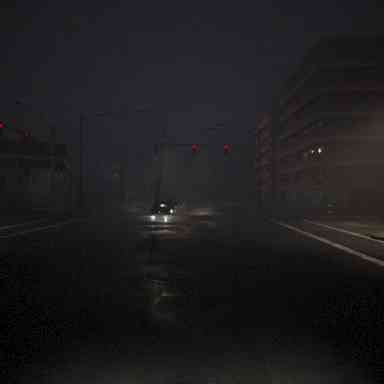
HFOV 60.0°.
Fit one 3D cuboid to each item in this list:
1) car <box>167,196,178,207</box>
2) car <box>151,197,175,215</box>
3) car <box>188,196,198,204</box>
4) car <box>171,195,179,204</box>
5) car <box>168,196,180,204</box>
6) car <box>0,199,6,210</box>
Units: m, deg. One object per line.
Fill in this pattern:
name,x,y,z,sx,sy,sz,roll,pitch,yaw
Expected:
car,-3.256,1.564,43.942,1.994,1.385,4.181,0,0,0
car,-3.174,1.547,34.701,2.033,1.411,5.357,0,0,-1
car,0.248,1.526,64.987,1.812,1.442,4.674,0,0,0
car,-3.331,1.352,52.538,2.097,1.767,4.553,0,0,0
car,-3.393,1.564,62.555,1.994,1.385,4.181,0,0,0
car,-24.053,1.456,38.905,3.806,1.475,1.970,0,0,1
